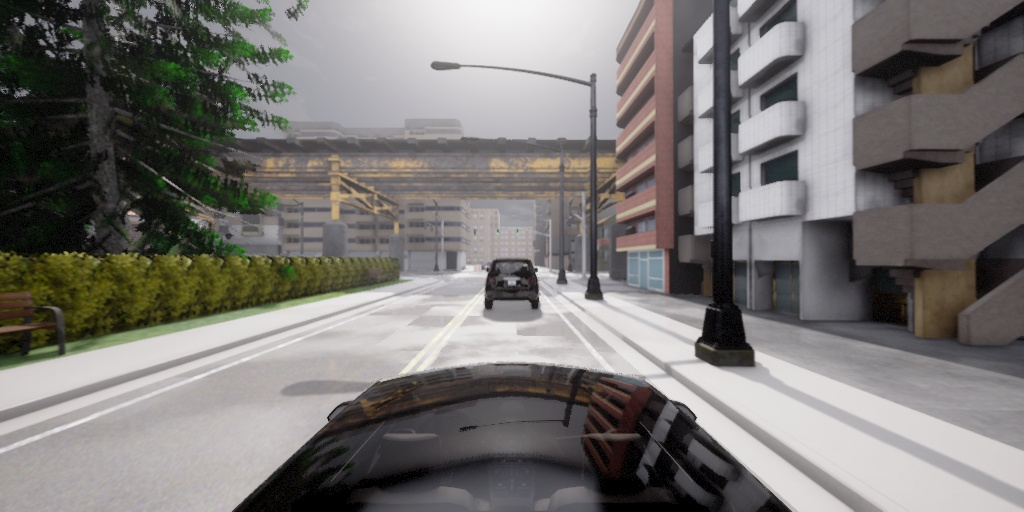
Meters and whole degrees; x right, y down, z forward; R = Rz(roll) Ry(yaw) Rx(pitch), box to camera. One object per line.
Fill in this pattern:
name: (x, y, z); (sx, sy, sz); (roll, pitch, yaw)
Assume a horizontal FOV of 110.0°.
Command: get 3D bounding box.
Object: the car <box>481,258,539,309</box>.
car: (-0.006, 1.101, 15.880); (2.150, 2.045, 5.566); (0, 0, 0)
